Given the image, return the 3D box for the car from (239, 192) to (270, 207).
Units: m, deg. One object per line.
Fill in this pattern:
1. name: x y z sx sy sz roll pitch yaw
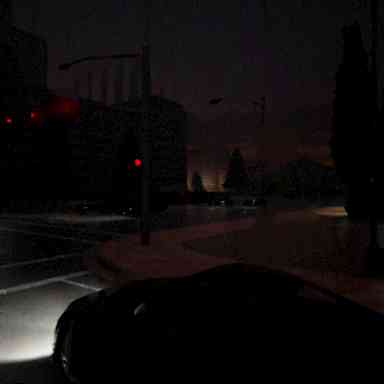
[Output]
1. car: 9.377 1.252 49.437 2.097 1.767 4.553 0 0 36

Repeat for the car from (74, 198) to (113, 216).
1. car: -8.474 1.362 30.862 1.882 1.535 5.008 0 0 36

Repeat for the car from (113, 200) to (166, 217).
1. car: -4.524 1.502 30.345 1.895 1.301 4.718 0 0 36

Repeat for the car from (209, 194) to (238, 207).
1. car: 4.304 1.390 48.437 1.837 1.490 4.892 0 0 36

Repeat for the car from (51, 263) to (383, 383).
1. car: 0.281 1.555 3.799 4.181 1.385 1.994 0 0 35
